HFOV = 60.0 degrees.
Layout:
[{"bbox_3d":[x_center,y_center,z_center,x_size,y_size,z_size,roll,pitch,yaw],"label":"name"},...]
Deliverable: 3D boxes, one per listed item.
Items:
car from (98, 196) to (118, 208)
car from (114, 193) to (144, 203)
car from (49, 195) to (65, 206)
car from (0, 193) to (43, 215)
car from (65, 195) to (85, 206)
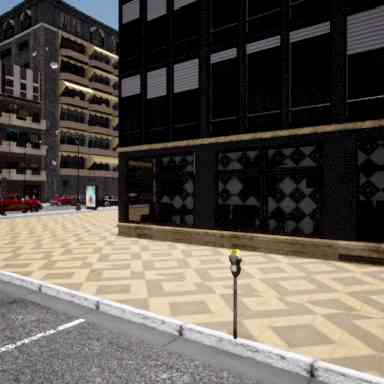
[{"bbox_3d":[-9.271,1.072,37.901,1.947,1.339,4.313,1,2,35],"label":"car"},{"bbox_3d":[-9.795,0.833,51.742,2.008,1.369,4.403,2,2,35],"label":"car"},{"bbox_3d":[-16.166,1.074,42.663,1.802,1.307,4.206,1,2,35],"label":"car"},{"bbox_3d":[-15.642,1.029,28.813,2.192,1.841,5.009,1,2,35],"label":"car"},{"bbox_3d":[-13.305,1.035,42.250,1.994,1.385,4.181,0,1,35],"label":"car"}]
